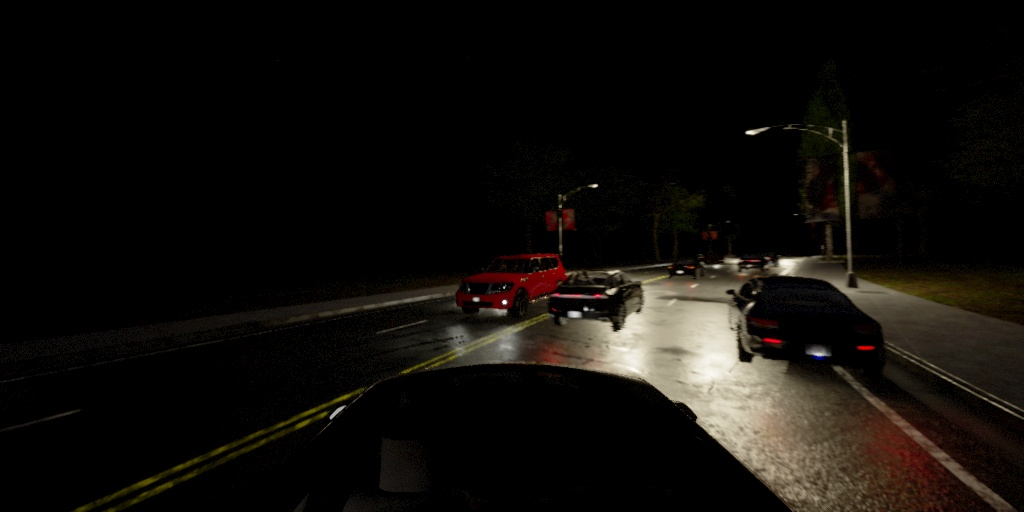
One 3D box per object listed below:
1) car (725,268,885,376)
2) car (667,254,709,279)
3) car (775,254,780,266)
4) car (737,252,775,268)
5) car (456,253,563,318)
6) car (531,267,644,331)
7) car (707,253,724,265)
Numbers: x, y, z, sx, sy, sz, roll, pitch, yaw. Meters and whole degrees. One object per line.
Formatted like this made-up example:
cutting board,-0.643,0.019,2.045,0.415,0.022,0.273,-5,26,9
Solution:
car,5.407,1.121,7.076,1.812,1.442,4.674,-2,0,29
car,12.597,0.854,25.803,1.812,1.442,4.674,-2,0,37
car,27.727,0.323,38.913,1.837,1.490,4.892,-2,0,42
car,20.569,0.543,30.527,2.128,1.511,4.902,-2,0,41
car,0.254,0.952,13.536,2.150,2.045,5.566,-2,0,30
car,2.688,1.156,10.754,2.128,1.511,4.902,-2,0,29
car,26.738,0.348,47.653,1.882,1.535,5.008,-2,-1,42
